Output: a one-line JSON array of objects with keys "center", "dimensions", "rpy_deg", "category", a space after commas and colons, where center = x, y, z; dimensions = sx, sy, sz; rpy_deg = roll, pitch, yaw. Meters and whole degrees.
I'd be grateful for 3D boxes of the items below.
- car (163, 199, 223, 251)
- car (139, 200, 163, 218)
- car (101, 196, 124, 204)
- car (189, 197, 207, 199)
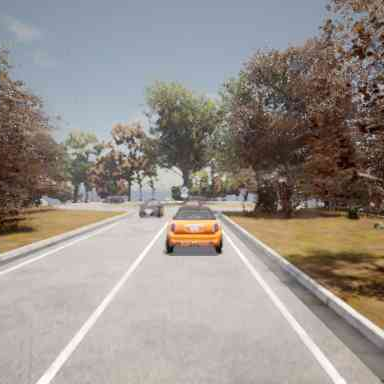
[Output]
[{"center": [0.093, 1.347, 14.130], "dimensions": [2.097, 1.767, 4.553], "rpy_deg": [0, 0, 0], "category": "car"}, {"center": [-3.545, 1.479, 29.700], "dimensions": [2.128, 1.511, 4.902], "rpy_deg": [0, 0, 1], "category": "car"}, {"center": [-15.153, 1.466, 63.324], "dimensions": [2.128, 1.511, 4.902], "rpy_deg": [0, 0, 33], "category": "car"}, {"center": [0.237, 1.511, 31.845], "dimensions": [1.812, 1.442, 4.674], "rpy_deg": [0, 0, 4], "category": "car"}]
